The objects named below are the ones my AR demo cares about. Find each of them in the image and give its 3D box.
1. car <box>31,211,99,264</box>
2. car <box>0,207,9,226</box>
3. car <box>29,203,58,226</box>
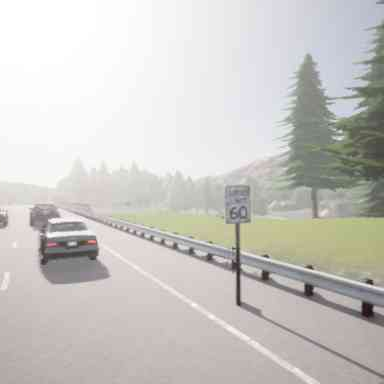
[{"bbox_3d":[-4.820,1.679,12.554,2.033,1.411,5.357,0,0,-26],"label":"car"},{"bbox_3d":[-15.244,1.852,25.665,1.812,1.442,4.674,0,0,-26],"label":"car"},{"bbox_3d":[-11.905,1.652,26.803,2.097,1.767,4.553,0,-1,-26],"label":"car"}]
